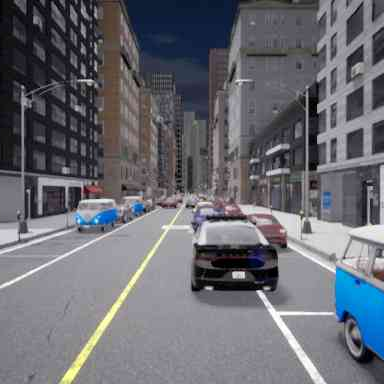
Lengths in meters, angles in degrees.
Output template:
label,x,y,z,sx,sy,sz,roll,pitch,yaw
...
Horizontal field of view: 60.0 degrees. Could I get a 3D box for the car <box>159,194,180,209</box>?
label,x,y,z,sx,sy,sz,roll,pitch,yaw
car,-2.985,1.466,45.067,1.882,1.535,5.008,0,0,0

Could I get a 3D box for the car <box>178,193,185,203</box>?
label,x,y,z,sx,sy,sz,roll,pitch,yaw
car,-2.835,1.468,66.686,1.882,1.535,5.008,0,0,0

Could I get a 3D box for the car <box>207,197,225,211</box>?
label,x,y,z,sx,sy,sz,roll,pitch,yaw
car,2.959,1.429,41.813,1.967,1.590,4.097,0,0,0

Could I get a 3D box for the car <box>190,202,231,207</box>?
label,x,y,z,sx,sy,sz,roll,pitch,yaw
car,0.946,1.519,18.987,1.812,1.442,4.674,0,0,0

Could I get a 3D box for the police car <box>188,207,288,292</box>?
label,x,y,z,sx,sy,sz,roll,pitch,yaw
police car,0.922,1.422,9.097,1.930,1.638,5.238,0,0,0

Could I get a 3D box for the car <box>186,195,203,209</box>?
label,x,y,z,sx,sy,sz,roll,pitch,yaw
car,0.132,1.552,45.938,1.994,1.385,4.181,0,0,0

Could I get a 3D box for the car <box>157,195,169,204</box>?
label,x,y,z,sx,sy,sz,roll,pitch,yaw
car,-5.512,1.430,63.840,1.967,1.590,4.097,0,0,0

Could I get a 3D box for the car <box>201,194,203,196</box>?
label,x,y,z,sx,sy,sz,roll,pitch,yaw
car,3.013,1.556,63.819,1.947,1.339,4.313,0,0,0

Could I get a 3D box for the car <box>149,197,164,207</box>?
label,x,y,z,sx,sy,sz,roll,pitch,yaw
car,-5.539,1.554,52.837,1.947,1.339,4.313,0,0,0

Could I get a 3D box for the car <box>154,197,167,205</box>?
label,x,y,z,sx,sy,sz,roll,pitch,yaw
car,-5.526,1.571,58.339,1.802,1.307,4.206,0,0,0

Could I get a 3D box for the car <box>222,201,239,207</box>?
label,x,y,z,sx,sy,sz,roll,pitch,yaw
car,2.918,1.573,25.309,1.802,1.307,4.206,0,0,0

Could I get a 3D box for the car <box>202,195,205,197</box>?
label,x,y,z,sx,sy,sz,roll,pitch,yaw
car,2.986,1.539,52.816,2.008,1.369,4.403,0,0,0

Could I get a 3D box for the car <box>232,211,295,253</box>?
label,x,y,z,sx,sy,sz,roll,pitch,yaw
car,2.891,1.576,14.307,1.802,1.307,4.206,0,0,0

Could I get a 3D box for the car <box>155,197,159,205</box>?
label,x,y,z,sx,sy,sz,roll,pitch,yaw
car,-5.566,1.570,41.835,1.802,1.307,4.206,0,0,0

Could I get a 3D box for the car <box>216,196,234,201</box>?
label,x,y,z,sx,sy,sz,roll,pitch,yaw
car,2.931,1.305,30.810,2.192,1.841,5.009,0,0,0

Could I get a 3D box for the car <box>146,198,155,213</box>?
label,x,y,z,sx,sy,sz,roll,pitch,yaw
car,-5.580,1.555,36.333,1.947,1.339,4.313,0,0,0

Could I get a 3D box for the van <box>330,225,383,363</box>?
label,x,y,z,sx,sy,sz,roll,pitch,yaw
van,2.863,1.340,3.304,1.690,1.788,3.998,0,0,0

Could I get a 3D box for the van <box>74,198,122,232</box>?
label,x,y,z,sx,sy,sz,roll,pitch,yaw
van,-5.622,1.333,19.830,1.690,1.788,3.998,0,0,0

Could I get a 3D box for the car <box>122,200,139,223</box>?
label,x,y,z,sx,sy,sz,roll,pitch,yaw
car,-5.608,1.542,25.330,2.008,1.369,4.403,0,0,0

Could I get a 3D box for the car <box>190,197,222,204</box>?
label,x,y,z,sx,sy,sz,roll,pitch,yaw
car,0.961,1.446,25.178,1.801,1.575,5.366,0,0,0

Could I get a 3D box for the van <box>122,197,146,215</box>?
label,x,y,z,sx,sy,sz,roll,pitch,yaw
van,-5.594,1.331,30.832,1.690,1.788,3.998,0,0,0
